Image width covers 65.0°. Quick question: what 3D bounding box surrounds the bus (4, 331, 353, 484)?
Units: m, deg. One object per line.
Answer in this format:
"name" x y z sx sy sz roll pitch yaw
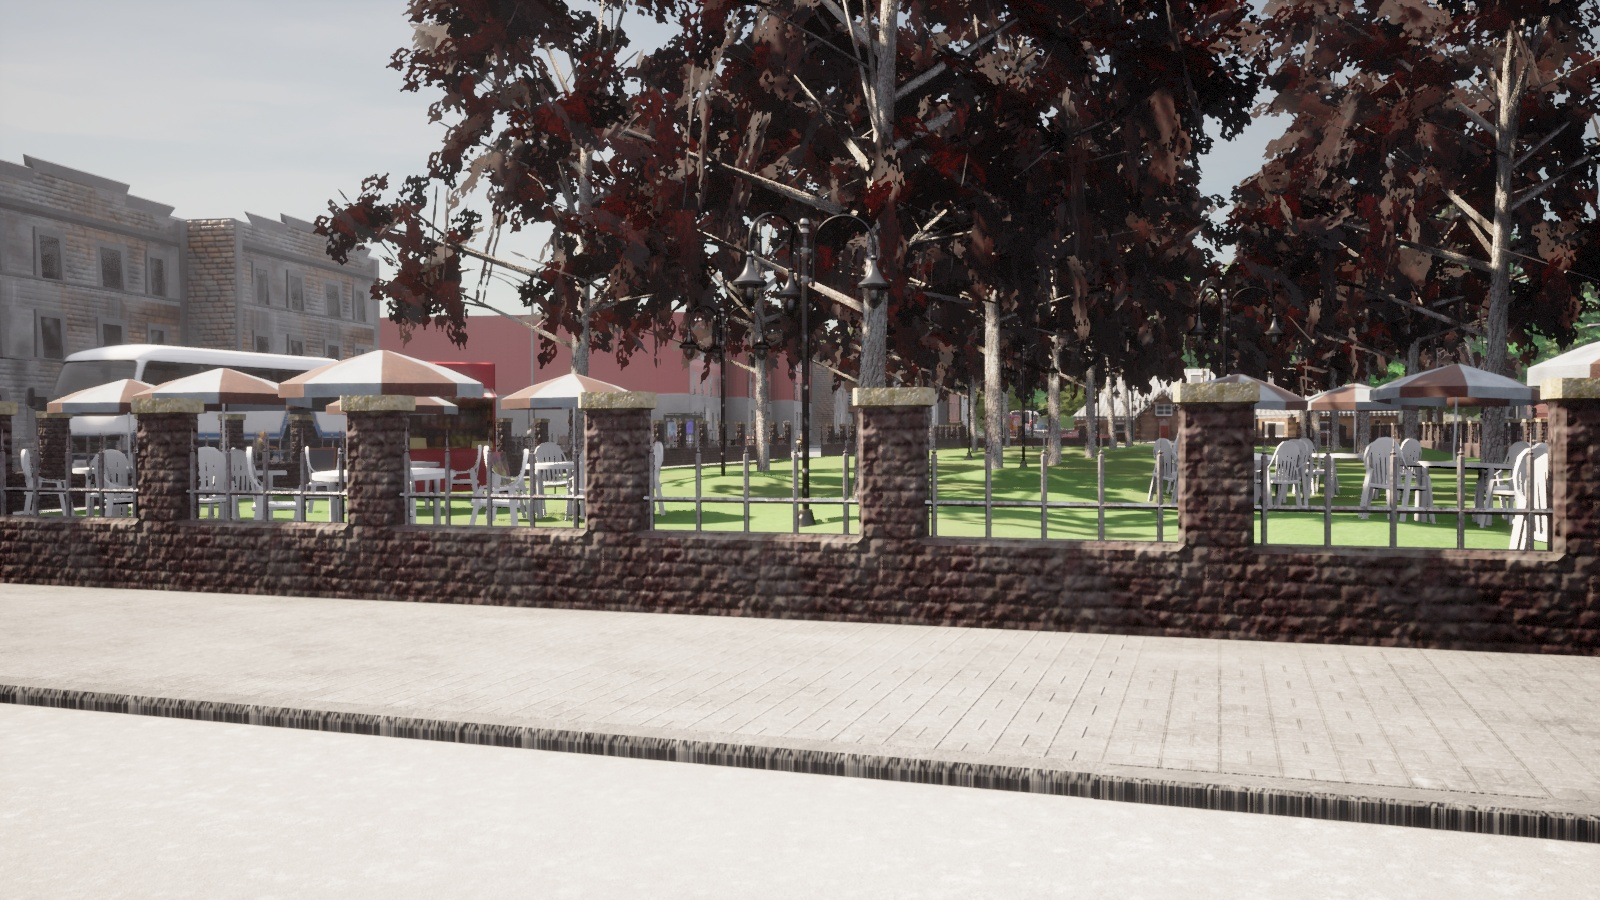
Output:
"bus" -19.364 -1.268 40.331 3.944 4.253 10.273 1 1 18

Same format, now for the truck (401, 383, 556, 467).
"truck" -14.139 -1.106 56.071 2.891 3.462 7.936 1 1 18

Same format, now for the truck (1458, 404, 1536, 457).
"truck" 47.844 -1.360 86.422 2.891 3.462 7.936 0 1 15
